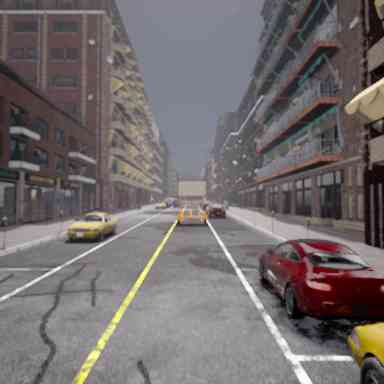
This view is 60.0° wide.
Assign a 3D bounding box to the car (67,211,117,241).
[{"bbox_3d":[-5.293,1.729,18.147,1.752,1.417,4.829,2,-1,0],"label":"car"}]

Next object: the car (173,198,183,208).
[{"bbox_3d":[-2.770,2.304,64.690,1.837,1.490,4.892,0,-1,1],"label":"car"}]

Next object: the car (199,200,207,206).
[{"bbox_3d":[2.590,2.552,79.079,1.887,1.381,4.507,1,-1,0],"label":"car"}]

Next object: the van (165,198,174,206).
[{"bbox_3d":[-5.286,2.350,79.144,1.690,1.788,3.998,1,-1,0],"label":"van"}]

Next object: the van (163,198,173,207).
[{"bbox_3d":[-5.286,2.268,73.612,1.690,1.788,3.998,2,-1,0],"label":"van"}]

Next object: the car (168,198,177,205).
[{"bbox_3d":[-5.285,2.491,90.204,2.192,1.841,5.009,1,-1,0],"label":"car"}]

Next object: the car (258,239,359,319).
[{"bbox_3d":[2.584,1.662,7.189,1.802,1.307,4.206,1,-1,0],"label":"car"}]

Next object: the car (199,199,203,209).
[{"bbox_3d":[2.588,2.240,56.957,1.887,1.381,4.507,1,-1,0],"label":"car"}]

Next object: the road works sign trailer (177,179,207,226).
[{"bbox_3d":[-0.009,0.766,26.522,2.380,3.560,2.880,0,-1,0],"label":"road works sign trailer"}]

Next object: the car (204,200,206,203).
[{"bbox_3d":[2.588,2.001,40.539,1.752,1.417,4.829,1,-1,0],"label":"car"}]

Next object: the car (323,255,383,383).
[{"bbox_3d":[2.585,1.547,1.830,1.752,1.417,4.829,2,-1,0],"label":"car"}]

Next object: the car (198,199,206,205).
[{"bbox_3d":[2.600,2.614,90.141,1.967,1.590,4.097,1,-1,0],"label":"car"}]

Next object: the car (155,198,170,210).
[{"bbox_3d":[-5.292,2.219,56.851,1.752,1.417,4.829,2,-1,0],"label":"car"}]

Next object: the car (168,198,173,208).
[{"bbox_3d":[-5.286,2.087,62.555,2.192,1.841,5.009,2,-1,0],"label":"car"}]

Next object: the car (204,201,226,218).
[{"bbox_3d":[2.587,1.949,34.837,1.887,1.381,4.507,1,-1,0],"label":"car"}]
